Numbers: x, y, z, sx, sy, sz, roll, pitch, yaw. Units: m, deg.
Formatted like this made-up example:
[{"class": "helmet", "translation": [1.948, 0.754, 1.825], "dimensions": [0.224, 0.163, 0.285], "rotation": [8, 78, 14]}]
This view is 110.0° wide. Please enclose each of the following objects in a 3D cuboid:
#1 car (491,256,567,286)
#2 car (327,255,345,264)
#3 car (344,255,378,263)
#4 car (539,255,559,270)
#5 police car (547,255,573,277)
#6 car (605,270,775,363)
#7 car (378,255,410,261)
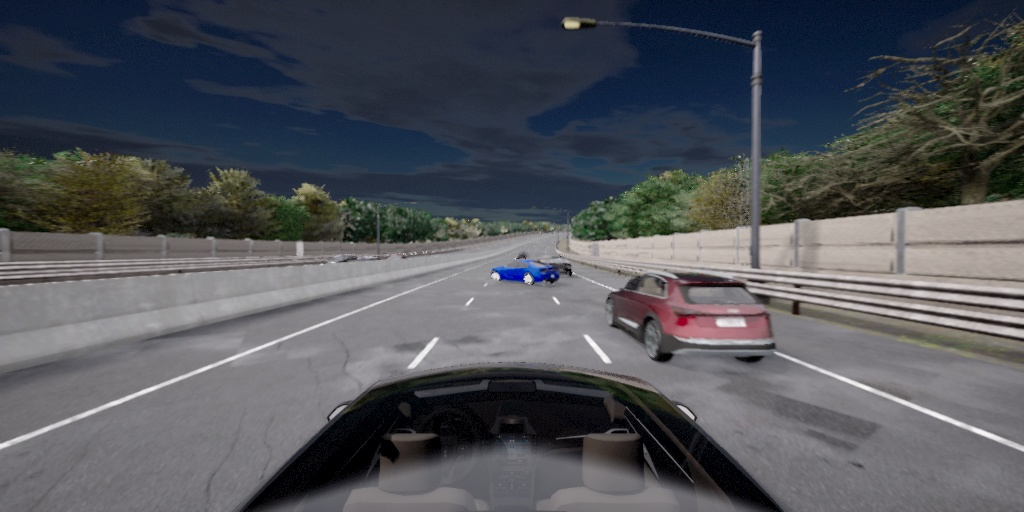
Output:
[{"class": "car", "translation": [0.702, 0.962, 22.455], "dimensions": [1.882, 1.535, 5.008], "rotation": [0, 1, -42]}, {"class": "car", "translation": [-20.341, 0.589, 43.346], "dimensions": [2.128, 1.511, 4.902], "rotation": [0, 1, 2]}, {"class": "car", "translation": [-16.919, 0.747, 41.287], "dimensions": [1.895, 1.301, 4.718], "rotation": [0, 1, 2]}, {"class": "car", "translation": [4.139, 0.668, 40.850], "dimensions": [1.801, 1.575, 5.366], "rotation": [0, 1, 2]}, {"class": "police car", "translation": [3.827, 0.815, 29.884], "dimensions": [1.930, 1.638, 5.238], "rotation": [0, 1, 1]}, {"class": "car", "translation": [3.511, 1.101, 7.988], "dimensions": [2.033, 1.649, 4.856], "rotation": [0, 1, 0]}, {"class": "car", "translation": [-13.396, 0.624, 41.810], "dimensions": [1.882, 1.535, 5.008], "rotation": [0, 1, 2]}]
